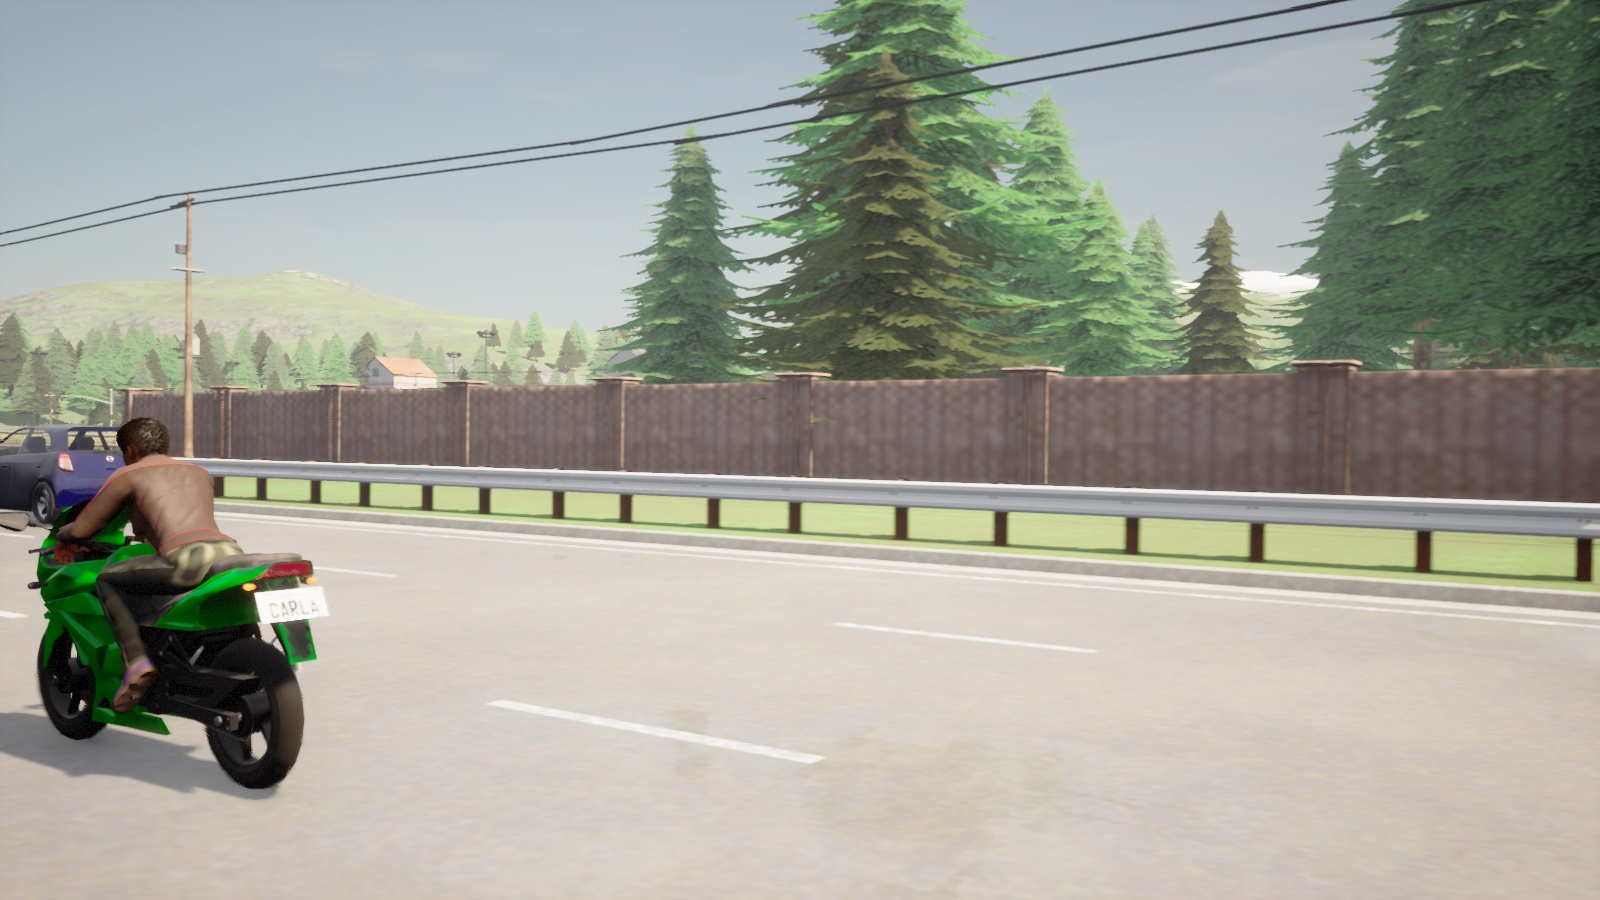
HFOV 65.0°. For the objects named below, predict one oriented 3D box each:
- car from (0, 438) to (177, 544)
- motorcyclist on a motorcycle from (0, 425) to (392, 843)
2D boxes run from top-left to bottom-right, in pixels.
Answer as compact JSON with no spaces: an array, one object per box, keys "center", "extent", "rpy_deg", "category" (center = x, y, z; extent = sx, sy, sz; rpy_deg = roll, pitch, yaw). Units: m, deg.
[{"center":[-11.749,0.584,19.819],"extent":[3.633,1.501,1.845],"rpy_deg":[0,1,34],"category":"car"},{"center":[-2.778,0.665,5.461],"extent":[2.044,1.523,0.797],"rpy_deg":[0,1,34],"category":"motorcyclist on a motorcycle"}]
